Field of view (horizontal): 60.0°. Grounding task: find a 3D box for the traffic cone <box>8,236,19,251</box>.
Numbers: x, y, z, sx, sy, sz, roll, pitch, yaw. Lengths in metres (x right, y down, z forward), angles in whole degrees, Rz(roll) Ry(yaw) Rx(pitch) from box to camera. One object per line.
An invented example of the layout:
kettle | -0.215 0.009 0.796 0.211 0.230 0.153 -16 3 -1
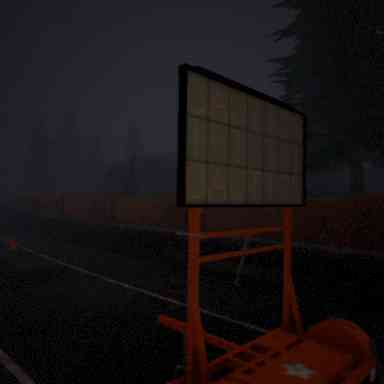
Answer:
traffic cone | -7.619 2.179 14.210 0.340 0.580 0.340 0 -2 45

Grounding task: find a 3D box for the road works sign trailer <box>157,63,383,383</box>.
road works sign trailer | 0.546 0.577 3.998 2.880 3.560 2.380 0 -2 45
